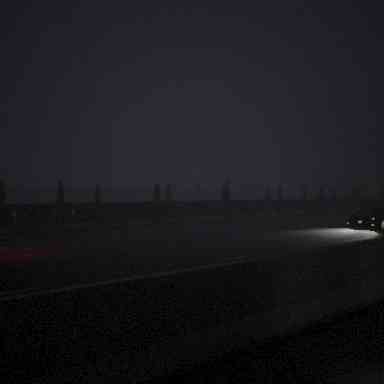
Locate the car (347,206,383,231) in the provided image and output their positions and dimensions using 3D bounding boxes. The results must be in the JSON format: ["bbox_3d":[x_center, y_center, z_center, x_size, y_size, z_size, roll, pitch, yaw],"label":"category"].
[{"bbox_3d":[11.562,1.577,20.842,4.181,1.385,1.994,0,0,-35],"label":"car"}]
